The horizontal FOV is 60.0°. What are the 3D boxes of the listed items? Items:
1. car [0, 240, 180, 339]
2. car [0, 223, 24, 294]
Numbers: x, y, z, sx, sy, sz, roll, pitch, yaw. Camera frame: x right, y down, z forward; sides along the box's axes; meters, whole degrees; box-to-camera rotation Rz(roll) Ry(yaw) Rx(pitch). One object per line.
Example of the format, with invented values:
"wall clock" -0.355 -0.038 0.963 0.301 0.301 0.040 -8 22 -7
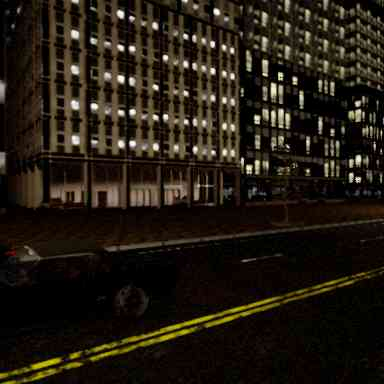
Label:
"car" -2.645 1.601 5.792 4.718 1.301 1.895 0 0 -36
"car" -6.161 1.570 7.272 4.181 1.385 1.994 0 0 -36
